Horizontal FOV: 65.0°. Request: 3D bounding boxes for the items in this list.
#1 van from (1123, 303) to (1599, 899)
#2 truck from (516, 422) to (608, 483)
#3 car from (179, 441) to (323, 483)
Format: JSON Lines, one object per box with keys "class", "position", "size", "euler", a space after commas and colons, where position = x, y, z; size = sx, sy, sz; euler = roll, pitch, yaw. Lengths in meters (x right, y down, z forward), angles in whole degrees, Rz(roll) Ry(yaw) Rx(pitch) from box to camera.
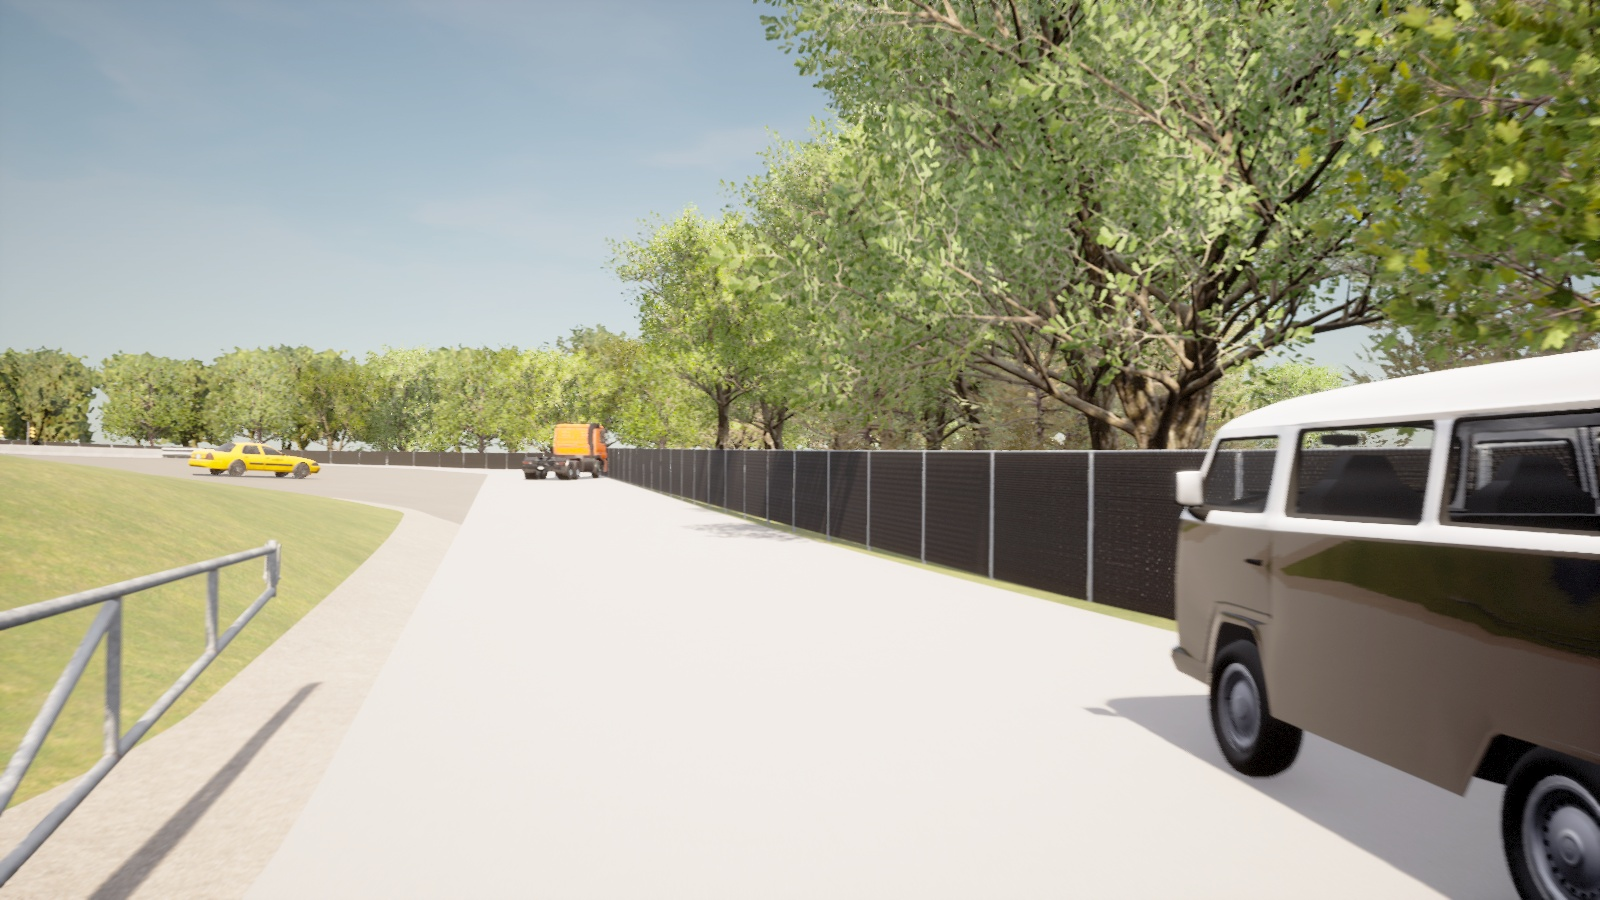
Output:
{"class": "van", "position": [3.201, 0.625, 5.507], "size": [2.069, 2.038, 4.480], "euler": [0, -1, -5]}
{"class": "truck", "position": [-14.384, 0.130, 76.633], "size": [2.891, 3.462, 7.936], "euler": [1, 0, 10]}
{"class": "car", "position": [-23.436, 0.540, 53.802], "size": [1.801, 1.575, 5.366], "euler": [2, -1, 38]}
